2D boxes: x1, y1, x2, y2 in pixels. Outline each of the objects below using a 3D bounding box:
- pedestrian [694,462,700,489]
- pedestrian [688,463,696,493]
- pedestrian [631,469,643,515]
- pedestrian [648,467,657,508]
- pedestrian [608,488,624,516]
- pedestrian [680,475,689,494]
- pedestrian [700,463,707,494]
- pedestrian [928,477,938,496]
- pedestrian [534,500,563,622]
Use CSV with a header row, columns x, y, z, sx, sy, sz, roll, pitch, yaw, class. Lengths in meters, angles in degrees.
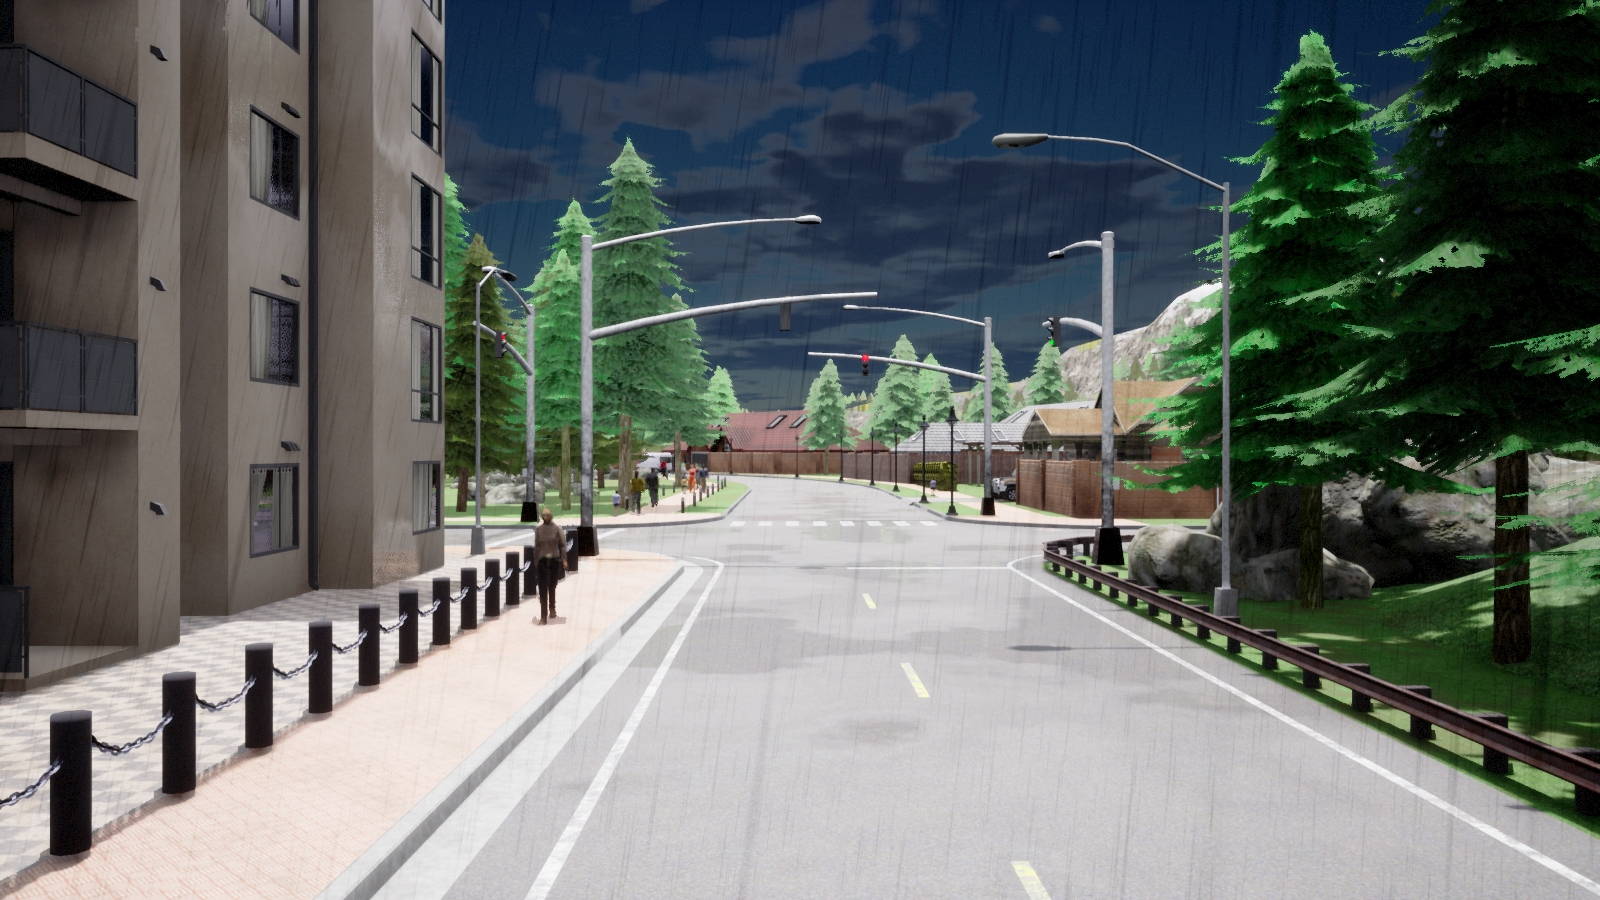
x,y,z,sx,sy,sz,roll,pitch,yaw,class
-6.936,1.710,76.632,0.375,1.860,0.375,0,0,0,pedestrian
-6.621,1.706,69.943,0.375,1.860,0.375,0,0,-20,pedestrian
-6.637,1.692,46.395,0.375,1.860,0.375,0,0,12,pedestrian
-6.738,1.697,52.361,0.375,1.860,0.375,0,0,-1,pedestrian
-7.332,2.080,45.558,0.500,1.100,0.500,0,0,9,pedestrian
-7.016,2.085,69.150,0.500,1.100,0.500,0,0,-10,pedestrian
-5.857,1.705,69.170,0.375,1.860,0.375,0,0,3,pedestrian
7.663,2.088,65.777,0.500,1.100,0.500,0,0,-3,pedestrian
-3.890,1.706,17.689,0.375,1.860,0.375,0,0,-1,pedestrian
